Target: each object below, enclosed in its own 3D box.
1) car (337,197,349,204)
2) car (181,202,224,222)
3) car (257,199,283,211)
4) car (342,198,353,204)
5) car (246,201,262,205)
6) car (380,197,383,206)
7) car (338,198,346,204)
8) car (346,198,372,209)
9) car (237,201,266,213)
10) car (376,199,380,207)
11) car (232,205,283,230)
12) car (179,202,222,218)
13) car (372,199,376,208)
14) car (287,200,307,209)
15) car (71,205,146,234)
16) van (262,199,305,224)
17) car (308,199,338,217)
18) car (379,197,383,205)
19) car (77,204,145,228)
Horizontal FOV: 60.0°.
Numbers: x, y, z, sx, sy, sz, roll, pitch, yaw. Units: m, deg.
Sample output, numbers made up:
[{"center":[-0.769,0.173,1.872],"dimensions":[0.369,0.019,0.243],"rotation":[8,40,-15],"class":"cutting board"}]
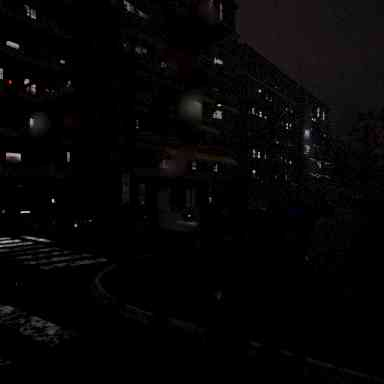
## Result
[{"center":[37.050,2.094,81.566],"dimensions":[1.967,1.590,4.097],"rotation":[1,0,36],"class":"car"},{"center":[0.962,1.746,28.264],"dimensions":[1.994,1.385,4.181],"rotation":[1,0,36],"class":"car"},{"center":[10.777,1.743,45.939],"dimensions":[1.967,1.590,4.097],"rotation":[1,0,36],"class":"car"},{"center":[40.232,2.220,85.882],"dimensions":[1.752,1.417,4.829],"rotation":[1,0,36],"class":"car"},{"center":[8.524,1.764,38.495],"dimensions":[1.882,1.535,5.008],"rotation":[1,1,37],"class":"car"},{"center":[37.219,2.252,67.679],"dimensions":[1.887,1.381,4.507],"rotation":[1,0,36],"class":"car"},{"center":[33.764,2.177,77.112],"dimensions":[1.947,1.339,4.313],"rotation":[1,0,36],"class":"car"},{"center":[27.370,1.891,54.320],"dimensions":[2.192,1.841,5.009],"rotation":[1,0,36],"class":"car"},{"center":[7.491,1.840,41.486],"dimensions":[1.802,1.307,4.206],"rotation":[1,0,36],"class":"car"},{"center":[33.936,2.104,63.226],"dimensions":[1.967,1.590,4.097],"rotation":[1,0,36],"class":"car"},{"center":[4.378,1.827,23.145],"dimensions":[1.947,1.339,4.313],"rotation":[1,0,36],"class":"car"},{"center":[0.924,1.712,32.579],"dimensions":[1.887,1.381,4.507],"rotation":[1,0,36],"class":"car"},{"center":[30.650,2.202,58.772],"dimensions":[1.802,1.307,4.206],"rotation":[1,0,36],"class":"car"},{"center":[17.344,1.974,54.846],"dimensions":[1.802,1.307,4.206],"rotation":[1,0,36],"class":"car"},{"center":[-4.937,1.591,20.226],"dimensions":[2.128,1.511,4.902],"rotation":[1,0,36],"class":"car"},{"center":[7.665,1.647,27.599],"dimensions":[1.690,1.788,3.998],"rotation":[1,0,36],"class":"van"},{"center":[14.232,1.837,36.506],"dimensions":[1.967,1.590,4.097],"rotation":[1,0,36],"class":"car"},{"center":[47.075,2.151,81.040],"dimensions":[2.192,1.841,5.009],"rotation":[1,0,36],"class":"car"},{"center":[-5.645,1.626,23.672],"dimensions":[2.008,1.369,4.403],"rotation":[1,0,36],"class":"car"}]
